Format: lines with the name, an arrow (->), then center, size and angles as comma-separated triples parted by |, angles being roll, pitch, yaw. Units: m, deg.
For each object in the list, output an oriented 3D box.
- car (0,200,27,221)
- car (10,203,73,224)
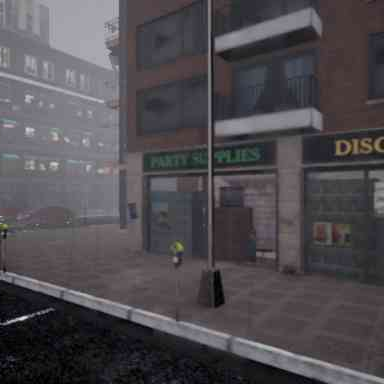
car -> -16.024, 1.603, 27.547 | 2.192, 1.841, 5.009 | -1, -2, 35
car -> -12.363, 1.851, 28.231 | 1.812, 1.442, 4.674 | 0, -1, 35
